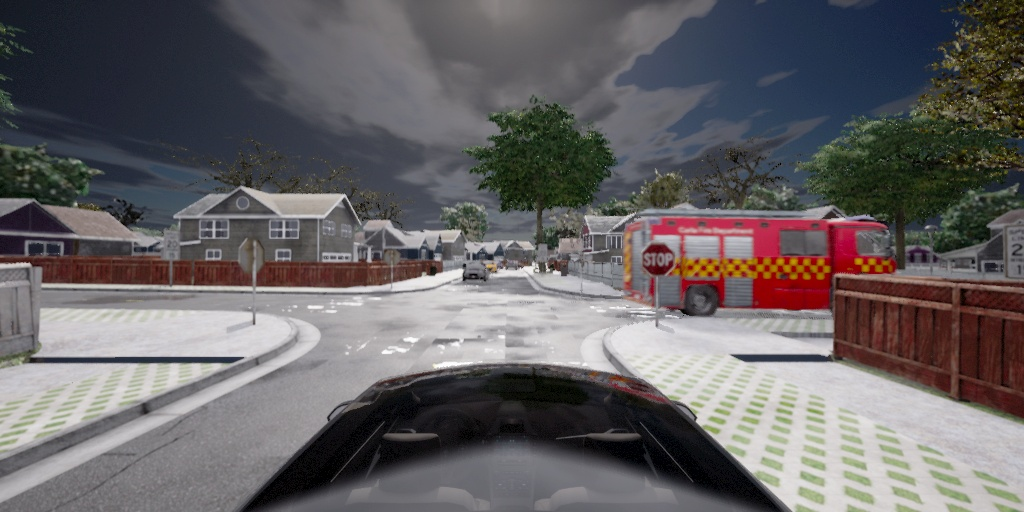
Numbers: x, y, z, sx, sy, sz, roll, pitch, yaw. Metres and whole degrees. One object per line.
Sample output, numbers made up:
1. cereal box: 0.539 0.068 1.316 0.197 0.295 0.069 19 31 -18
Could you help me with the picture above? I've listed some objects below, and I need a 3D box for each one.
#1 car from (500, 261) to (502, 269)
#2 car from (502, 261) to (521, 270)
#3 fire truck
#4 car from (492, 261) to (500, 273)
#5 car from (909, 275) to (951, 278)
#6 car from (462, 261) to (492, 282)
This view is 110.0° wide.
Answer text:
1. car: -2.623 1.580 62.484 1.812 1.442 4.674 0 -1 4
2. car: -0.051 1.476 58.204 2.128 1.511 4.902 0 0 1
3. fire truck: 8.610 0.245 13.099 8.468 3.827 2.891 1 -1 -1
4. car: -2.883 1.374 45.377 1.882 1.535 5.008 0 -1 0
5. car: 17.877 1.580 16.042 4.902 1.511 2.128 1 -1 -1
6. car: -2.878 1.292 29.080 1.837 1.490 4.892 0 0 0
